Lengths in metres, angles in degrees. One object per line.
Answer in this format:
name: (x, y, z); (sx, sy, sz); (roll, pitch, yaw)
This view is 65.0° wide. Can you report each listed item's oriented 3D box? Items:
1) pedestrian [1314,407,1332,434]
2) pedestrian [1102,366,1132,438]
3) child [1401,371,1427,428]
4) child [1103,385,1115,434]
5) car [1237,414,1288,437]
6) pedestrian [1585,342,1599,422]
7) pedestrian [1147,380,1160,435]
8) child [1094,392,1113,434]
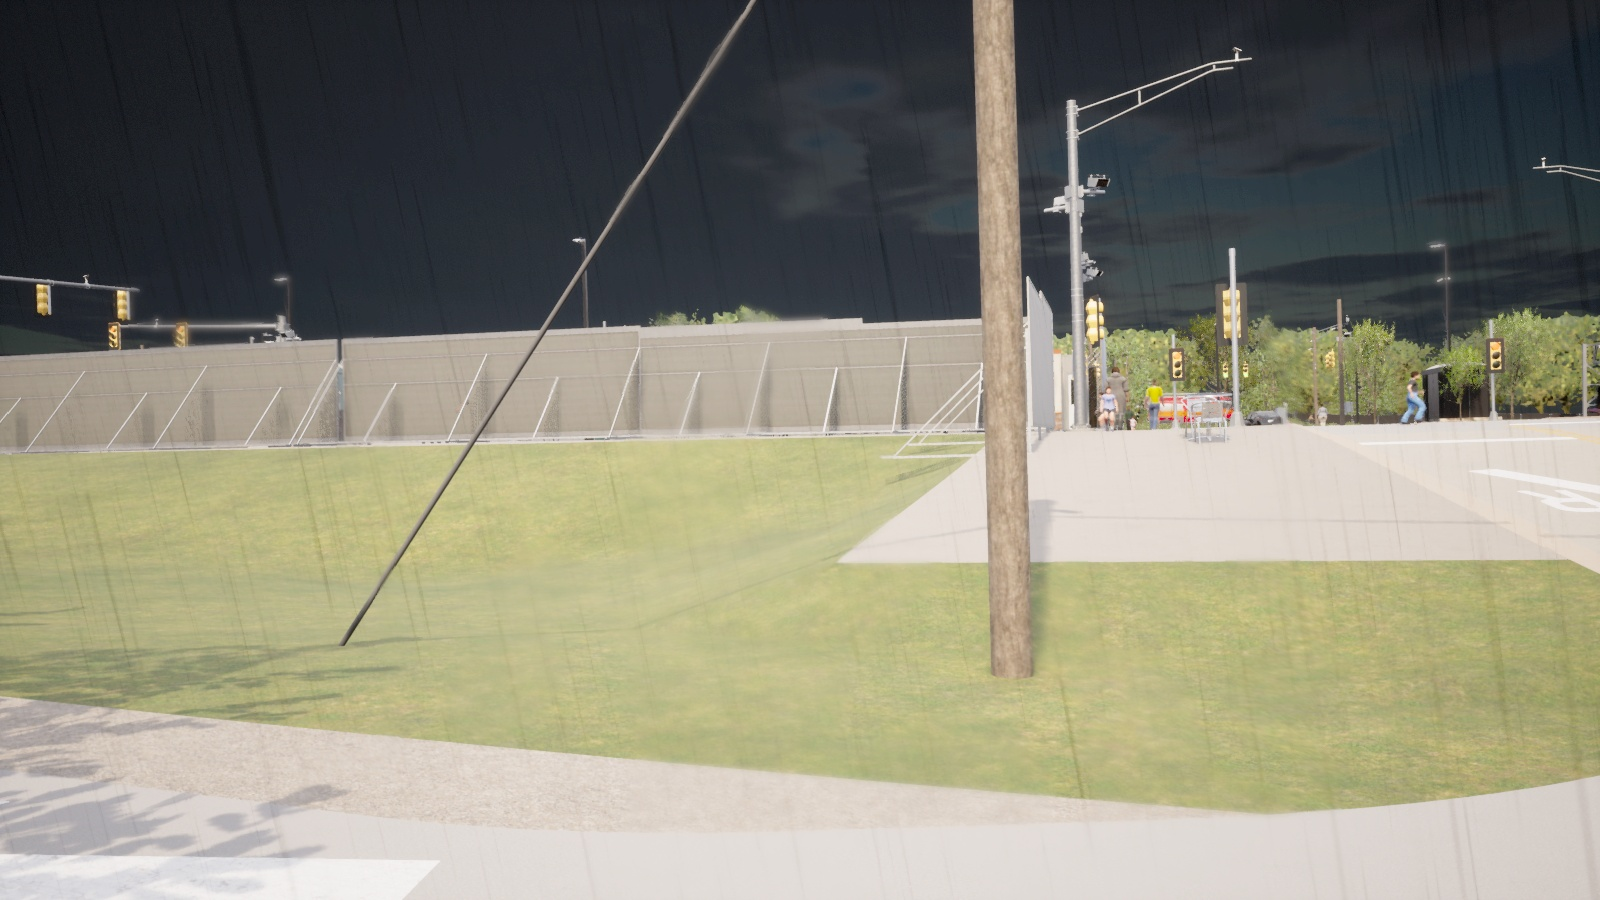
pedestrian: (36.430, -2.056, 87.512); (0.874, 1.855, 0.900); (-1, 0, 4)
pedestrian: (8.797, -1.329, 34.854); (0.659, 1.952, 0.873); (-1, 0, 21)
child: (13.919, -1.137, 28.478); (0.437, 1.263, 0.270); (-1, 0, 6)
child: (7.212, -0.942, 29.301); (0.255, 1.110, 0.394); (-1, 0, 12)
car: (31.372, -1.673, 85.276); (2.163, 1.488, 4.792); (-1, 1, 6)
pedestrian: (18.377, -1.553, 28.495); (0.869, 1.805, 0.328); (-1, 0, 13)
pedestrian: (11.882, -1.420, 42.235); (0.354, 1.836, 0.706); (-1, 0, 15)
child: (8.053, -0.982, 33.273); (0.394, 1.110, 0.255); (-1, 0, -11)
